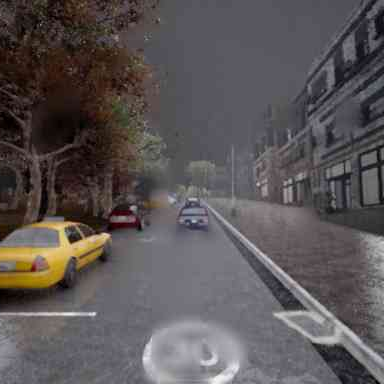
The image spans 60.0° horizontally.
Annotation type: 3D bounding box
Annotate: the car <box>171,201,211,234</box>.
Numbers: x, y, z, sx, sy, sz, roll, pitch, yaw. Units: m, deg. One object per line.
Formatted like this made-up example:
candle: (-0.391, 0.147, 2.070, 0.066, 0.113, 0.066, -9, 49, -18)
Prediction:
car: (0.094, 1.480, 18.895, 2.033, 1.411, 5.357, 0, 0, 0)

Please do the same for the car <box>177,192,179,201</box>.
car: (-3.661, 1.257, 53.703, 1.946, 1.575, 5.366, 0, 0, 2)

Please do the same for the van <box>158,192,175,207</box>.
van: (-3.662, 1.058, 48.064, 1.878, 1.987, 4.442, 0, 0, 2)

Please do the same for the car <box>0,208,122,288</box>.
car: (-3.648, 1.446, 9.137, 1.946, 1.575, 5.366, 0, 0, 2)

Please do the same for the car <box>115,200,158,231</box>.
car: (-3.657, 1.437, 20.124, 2.163, 1.488, 4.792, 0, 0, 2)

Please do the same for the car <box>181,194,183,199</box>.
car: (-3.674, 1.074, 70.197, 2.185, 1.767, 4.553, 0, 0, 2)

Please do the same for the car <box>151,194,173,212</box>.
car: (-3.663, 1.333, 36.802, 2.097, 1.535, 5.008, 0, 0, 2)

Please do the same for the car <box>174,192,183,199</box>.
car: (-3.681, 0.996, 92.479, 2.185, 1.767, 4.553, 0, 0, 2)

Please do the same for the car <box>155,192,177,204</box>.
car: (-3.664, 1.057, 42.405, 2.435, 2.045, 5.566, 0, 0, 2)

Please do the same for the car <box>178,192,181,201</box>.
car: (-3.670, 1.239, 59.082, 2.097, 1.535, 5.008, 0, 0, 2)

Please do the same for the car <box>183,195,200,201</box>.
car: (0.089, 1.357, 41.539, 1.812, 1.442, 4.674, 0, 0, 0)
